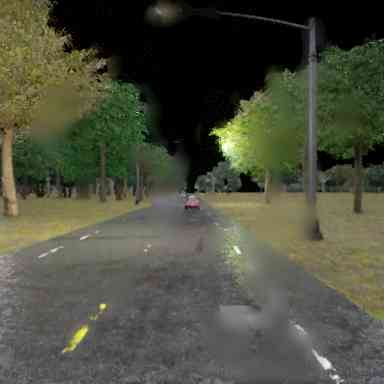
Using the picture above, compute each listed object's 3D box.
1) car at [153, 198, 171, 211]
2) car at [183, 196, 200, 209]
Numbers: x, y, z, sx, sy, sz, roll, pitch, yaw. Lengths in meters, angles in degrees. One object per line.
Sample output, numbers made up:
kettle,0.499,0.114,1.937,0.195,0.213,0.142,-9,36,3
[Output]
car,-3.649,1.436,40.764,1.882,1.535,5.008,0,0,0
car,0.030,1.520,44.728,1.994,1.385,4.181,0,0,0
